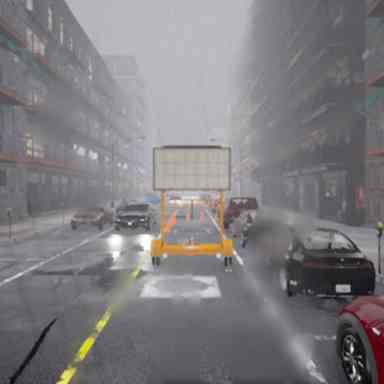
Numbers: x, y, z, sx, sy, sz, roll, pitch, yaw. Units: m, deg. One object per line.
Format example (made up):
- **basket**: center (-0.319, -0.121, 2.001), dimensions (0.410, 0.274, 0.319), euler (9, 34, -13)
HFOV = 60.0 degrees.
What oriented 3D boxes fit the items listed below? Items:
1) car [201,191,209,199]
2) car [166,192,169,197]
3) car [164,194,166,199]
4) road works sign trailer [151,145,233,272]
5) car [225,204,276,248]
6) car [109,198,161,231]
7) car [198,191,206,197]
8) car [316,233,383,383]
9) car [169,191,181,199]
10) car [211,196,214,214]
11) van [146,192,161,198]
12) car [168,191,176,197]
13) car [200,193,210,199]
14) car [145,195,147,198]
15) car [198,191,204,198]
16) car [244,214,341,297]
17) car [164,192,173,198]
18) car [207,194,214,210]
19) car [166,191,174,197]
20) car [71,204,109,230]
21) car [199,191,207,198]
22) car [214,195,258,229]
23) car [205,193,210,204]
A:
- **car**: center (2.704, 1.009, 47.979), dimensions (1.752, 1.417, 4.829), euler (1, 1, 0)
- **car**: center (-5.676, 0.908, 59.213), dimensions (2.008, 1.369, 4.403), euler (1, 1, 0)
- **car**: center (-5.676, 0.966, 53.541), dimensions (1.887, 1.381, 4.507), euler (1, 1, 0)
- **road works sign trailer**: center (0.000, 0.355, 10.382), dimensions (2.380, 3.560, 2.880), euler (0, 1, 0)
- **car**: center (2.702, 1.406, 13.785), dimensions (2.008, 1.369, 4.403), euler (1, 1, 0)
- **car**: center (-3.100, 1.304, 18.971), dimensions (1.837, 1.490, 4.892), euler (0, 1, 0)
- **car**: center (2.706, 0.516, 93.172), dimensions (2.008, 1.369, 4.403), euler (1, 1, 0)
- **car**: center (2.702, 1.414, 2.444), dimensions (1.967, 1.590, 4.097), euler (1, 1, 0)
- **car**: center (-3.053, 0.894, 61.648), dimensions (1.994, 1.385, 4.181), euler (0, 1, 0)
- **car**: center (2.702, 1.256, 25.297), dimensions (1.752, 1.417, 4.829), euler (1, 1, 0)
- **van**: center (-5.674, 0.826, 47.868), dimensions (1.690, 1.788, 3.998), euler (1, 1, 0)
- **car**: center (-5.674, 0.515, 93.238), dimensions (2.008, 1.369, 4.403), euler (1, 1, 0)
- **car**: center (2.706, 0.811, 70.493), dimensions (1.802, 1.307, 4.206), euler (1, 1, 0)
- **car**: center (-5.678, 1.237, 30.858), dimensions (1.947, 1.339, 4.313), euler (1, 1, 0)
- **car**: center (2.706, 0.734, 64.820), dimensions (1.967, 1.590, 4.097), euler (1, 1, 0)
- **car**: center (2.701, 1.465, 8.115), dimensions (2.008, 1.369, 4.403), euler (1, 1, 0)
- **car**: center (-5.675, 0.663, 81.897), dimensions (1.947, 1.339, 4.313), euler (1, 1, 0)
- **car**: center (2.702, 1.216, 30.798), dimensions (1.887, 1.381, 4.507), euler (1, 1, 0)
- **car**: center (-5.674, 0.558, 87.397), dimensions (1.752, 1.417, 4.829), euler (1, 1, 0)
- **car**: center (-5.679, 1.375, 19.515), dimensions (1.802, 1.307, 4.206), euler (1, 1, 0)
- **car**: center (2.707, 0.538, 81.830), dimensions (1.967, 1.590, 4.097), euler (1, 1, 0)
- **car**: center (2.705, 1.109, 19.454), dimensions (2.192, 1.841, 5.009), euler (1, 1, 0)
- **car**: center (2.703, 1.154, 36.468), dimensions (1.887, 1.381, 4.507), euler (1, 1, 0)
